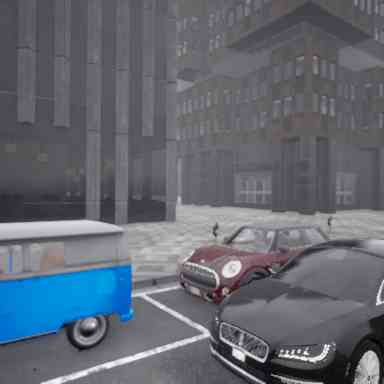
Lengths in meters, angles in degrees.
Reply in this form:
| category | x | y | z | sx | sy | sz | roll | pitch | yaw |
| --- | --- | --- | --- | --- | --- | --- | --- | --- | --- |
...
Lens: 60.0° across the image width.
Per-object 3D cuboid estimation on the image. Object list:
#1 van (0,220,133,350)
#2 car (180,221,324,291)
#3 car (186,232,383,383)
| category | x | y | z | sx | sy | sz | roll | pitch | yaw |
| --- | --- | --- | --- | --- | --- | --- | --- | --- | --- |
| van | -2.813 | 1.342 | 4.642 | 3.998 | 1.788 | 1.690 | 0 | 0 | -35 |
| car | 1.695 | 1.470 | 7.835 | 4.097 | 1.590 | 1.967 | 0 | 0 | -35 |
| car | 2.489 | 1.530 | 5.011 | 4.892 | 1.490 | 1.837 | 0 | 0 | -35 |
